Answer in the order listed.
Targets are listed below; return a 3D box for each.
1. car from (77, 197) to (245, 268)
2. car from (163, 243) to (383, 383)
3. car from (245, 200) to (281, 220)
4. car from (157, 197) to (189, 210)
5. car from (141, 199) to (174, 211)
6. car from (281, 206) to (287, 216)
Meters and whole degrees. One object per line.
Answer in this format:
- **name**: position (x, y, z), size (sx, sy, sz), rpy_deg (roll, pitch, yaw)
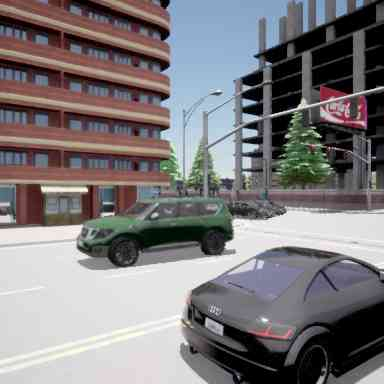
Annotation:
- **car**: position (-1.052, 1.221, 11.613), size (5.566, 2.045, 2.150), rpy_deg (0, 0, -33)
- **car**: position (1.895, 1.564, 5.115), size (4.181, 1.385, 1.994), rpy_deg (0, 0, -35)
- **car**: position (4.768, 1.504, 28.170), size (1.837, 1.490, 4.892), rpy_deg (0, 0, -34)
- **car**: position (-2.562, 1.477, 44.496), size (1.882, 1.535, 5.008), rpy_deg (0, 0, -36)
- **car**: position (-4.312, 1.601, 40.943), size (1.895, 1.301, 4.718), rpy_deg (0, 0, -36)
- **car**: position (6.717, 1.504, 31.678), size (1.837, 1.490, 4.892), rpy_deg (0, 0, -36)
